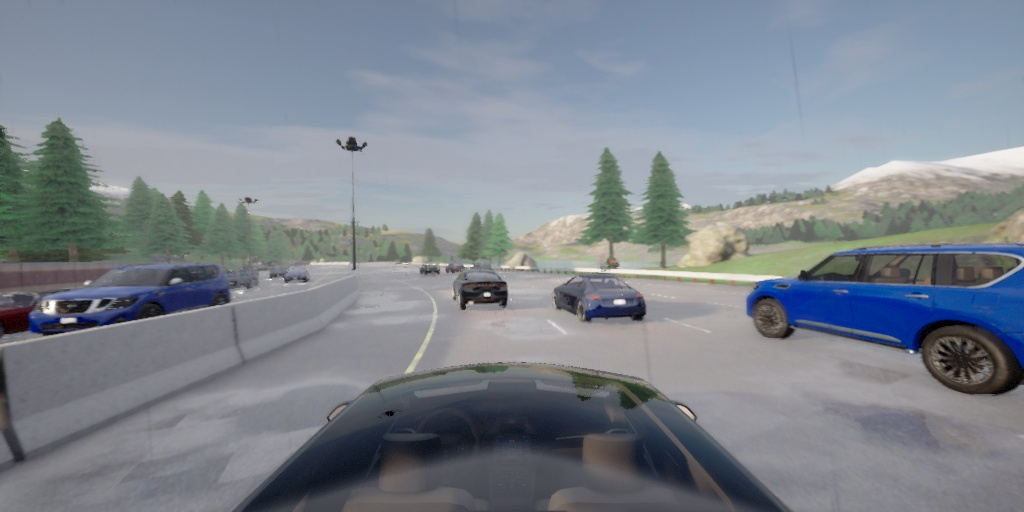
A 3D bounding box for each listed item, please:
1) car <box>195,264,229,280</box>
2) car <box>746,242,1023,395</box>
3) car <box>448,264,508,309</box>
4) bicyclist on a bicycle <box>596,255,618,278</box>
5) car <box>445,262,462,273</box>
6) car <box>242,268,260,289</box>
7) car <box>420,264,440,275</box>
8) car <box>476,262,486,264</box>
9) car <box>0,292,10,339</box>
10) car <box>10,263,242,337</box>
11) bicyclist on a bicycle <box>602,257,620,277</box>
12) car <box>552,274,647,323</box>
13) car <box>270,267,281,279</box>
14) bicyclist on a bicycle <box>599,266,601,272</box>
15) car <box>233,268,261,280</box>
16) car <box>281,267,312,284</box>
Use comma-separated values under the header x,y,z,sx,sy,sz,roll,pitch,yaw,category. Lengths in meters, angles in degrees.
x,y,z,sx,sy,sz,roll,pitch,yaw,category
-36.334,1.871,43.564,2.097,1.767,4.553,-1,0,-25,car
7.001,0.829,6.483,2.150,2.045,5.566,-1,0,-5,car
-1.538,1.309,15.744,1.882,1.535,5.008,0,0,-14,car
8.746,0.978,33.057,1.656,1.620,0.582,22,-10,-23,bicyclist on a bicycle
-7.558,1.592,48.060,1.812,1.442,4.674,-1,0,-24,car
-21.918,1.900,28.809,1.994,1.385,4.181,-1,0,-25,car
-10.730,1.736,46.584,1.895,1.301,4.718,-1,0,-24,car
-4.198,1.558,49.134,1.994,1.385,4.181,-1,0,-25,car
-14.948,1.723,10.763,1.895,1.301,4.718,-1,0,-12,car
-11.537,1.269,11.579,2.150,2.045,5.566,-1,0,-12,car
9.148,0.962,32.035,1.656,1.620,0.582,16,-7,-23,bicyclist on a bicycle
2.733,1.287,12.153,1.994,1.385,4.181,-1,0,-9,car
-29.957,2.134,46.466,1.837,1.490,4.892,-1,0,-25,car
8.858,0.974,32.515,1.656,1.620,0.582,17,-8,-24,bicyclist on a bicycle
-33.133,2.221,44.997,1.994,1.385,4.181,-1,0,-25,car
-20.980,1.859,35.172,1.812,1.442,4.674,-1,0,-24,car
